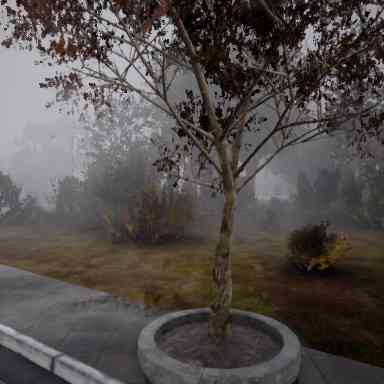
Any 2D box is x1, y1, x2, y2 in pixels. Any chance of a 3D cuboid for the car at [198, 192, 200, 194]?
[{"bbox_3d":[0.319,0.973,59.353,2.150,2.045,5.566,1,1,32],"label":"car"}]
